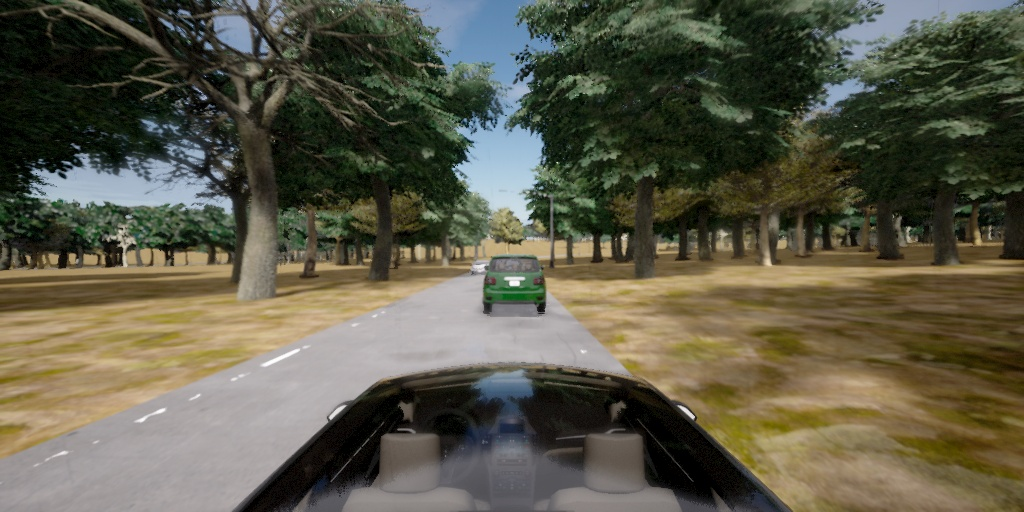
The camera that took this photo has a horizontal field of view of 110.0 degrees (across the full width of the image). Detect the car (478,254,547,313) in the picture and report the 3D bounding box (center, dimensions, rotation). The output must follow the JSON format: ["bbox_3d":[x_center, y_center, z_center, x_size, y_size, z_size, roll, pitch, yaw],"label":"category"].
[{"bbox_3d":[0.089,0.942,13.951,2.150,2.045,5.566,0,0,0],"label":"car"}]

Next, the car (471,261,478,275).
[{"bbox_3d":[-3.104,1.178,36.857,1.812,1.442,4.674,0,0,0],"label":"car"}]
